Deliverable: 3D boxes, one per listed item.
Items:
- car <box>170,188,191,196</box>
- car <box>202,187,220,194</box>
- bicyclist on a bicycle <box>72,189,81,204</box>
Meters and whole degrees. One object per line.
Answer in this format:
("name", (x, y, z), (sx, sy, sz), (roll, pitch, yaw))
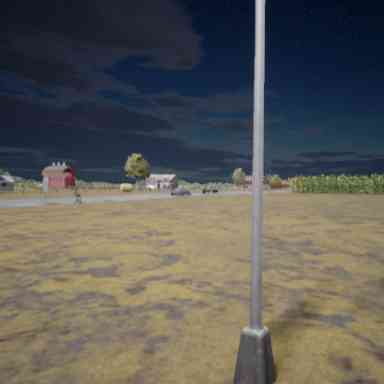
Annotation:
("car", (-1.902, -0.055, 58.743), (1.994, 1.385, 4.181), (3, 3, 36))
("car", (3.847, -0.307, 66.896), (1.837, 1.490, 4.892), (2, 2, 35))
("bicyclist on a bicycle", (-12.730, 0.504, 36.715), (1.656, 1.620, 0.582), (1, 2, 35))
